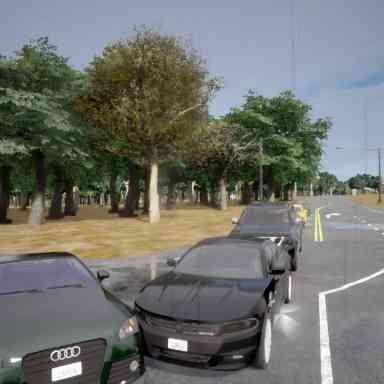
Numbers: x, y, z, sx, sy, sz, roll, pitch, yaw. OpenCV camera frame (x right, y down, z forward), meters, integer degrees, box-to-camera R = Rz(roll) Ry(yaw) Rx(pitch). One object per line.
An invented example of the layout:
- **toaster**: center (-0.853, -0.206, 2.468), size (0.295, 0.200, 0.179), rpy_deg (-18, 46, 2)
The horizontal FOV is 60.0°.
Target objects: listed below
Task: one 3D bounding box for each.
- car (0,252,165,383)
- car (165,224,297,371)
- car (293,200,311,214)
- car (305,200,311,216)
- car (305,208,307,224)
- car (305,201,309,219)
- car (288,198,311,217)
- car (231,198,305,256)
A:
- **car**: center (-2.306, 1.643, 4.960), size (1.994, 1.385, 4.181), rpy_deg (1, -2, -33)
- **car**: center (0.740, 1.613, 6.256), size (1.882, 1.535, 5.008), rpy_deg (-1, -2, 21)
- **car**: center (13.328, 1.748, 40.141), size (1.812, 1.442, 4.674), rpy_deg (-1, 0, 21)
- **car**: center (9.302, 1.725, 29.557), size (1.812, 1.442, 4.674), rpy_deg (-1, 0, 21)
- **car**: center (5.091, 1.775, 18.300), size (1.895, 1.301, 4.718), rpy_deg (-1, 0, 21)
- **car**: center (7.241, 1.664, 24.053), size (1.882, 1.535, 5.008), rpy_deg (-1, 0, 21)
- **car**: center (11.331, 1.563, 34.931), size (2.097, 1.767, 4.553), rpy_deg (-1, 0, 21)
- **car**: center (2.862, 1.460, 12.396), size (2.150, 2.045, 5.566), rpy_deg (-2, 0, 21)
